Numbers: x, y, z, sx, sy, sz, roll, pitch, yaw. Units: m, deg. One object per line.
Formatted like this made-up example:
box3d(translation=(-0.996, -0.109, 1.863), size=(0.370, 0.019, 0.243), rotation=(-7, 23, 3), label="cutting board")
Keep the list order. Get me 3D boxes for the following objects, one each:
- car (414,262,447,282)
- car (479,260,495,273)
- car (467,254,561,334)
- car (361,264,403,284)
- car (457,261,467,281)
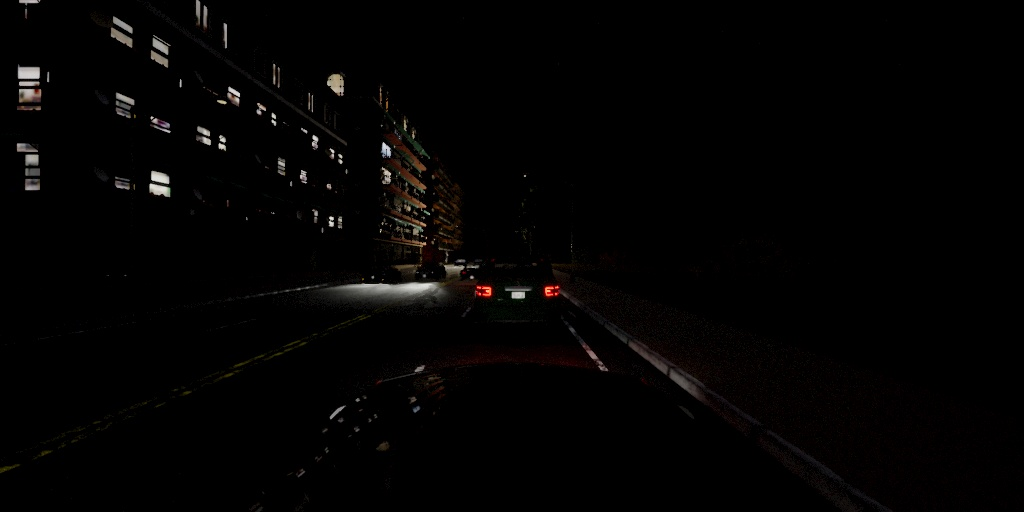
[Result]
box3d(translation=(-6.594, 1.245, 29.445), size=(2.128, 1.511, 4.902), rotation=(0, 0, 0), label="car")
box3d(translation=(-3.131, 1.258, 45.433), size=(1.837, 1.490, 4.892), rotation=(0, 0, -1), label="car")
box3d(translation=(0.104, 0.973, 10.742), size=(2.150, 2.045, 5.566), rotation=(0, 0, -1), label="car")
box3d(translation=(-9.843, 1.317, 27.345), size=(1.994, 1.385, 4.181), rotation=(0, 0, 0), label="car")
box3d(translation=(-3.143, 1.354, 30.384), size=(1.895, 1.301, 4.718), rotation=(0, 0, 0), label="car")
